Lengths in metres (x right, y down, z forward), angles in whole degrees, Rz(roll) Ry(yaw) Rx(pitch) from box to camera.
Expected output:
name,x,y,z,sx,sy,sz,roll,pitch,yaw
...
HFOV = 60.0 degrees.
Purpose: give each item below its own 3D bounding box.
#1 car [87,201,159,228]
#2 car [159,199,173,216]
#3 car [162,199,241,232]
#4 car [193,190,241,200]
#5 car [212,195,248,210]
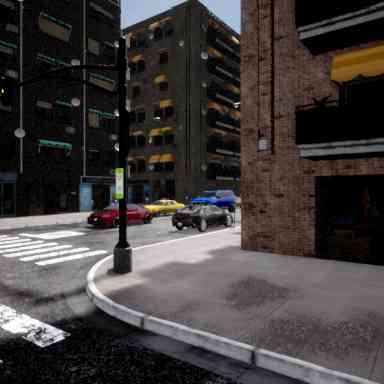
name,x,y,z,sx,sy,sz,roll,pitch,yaw
car,-4.346,1.368,20.600,1.994,1.385,4.181,0,1,36
car,-2.455,1.252,27.347,1.752,1.417,4.829,1,1,36
car,0.680,1.333,18.282,2.008,1.369,4.403,1,1,36
car,1.878,0.894,29.114,2.150,2.045,5.566,0,1,36
car,4.235,1.111,36.505,1.752,1.417,4.829,1,1,36
